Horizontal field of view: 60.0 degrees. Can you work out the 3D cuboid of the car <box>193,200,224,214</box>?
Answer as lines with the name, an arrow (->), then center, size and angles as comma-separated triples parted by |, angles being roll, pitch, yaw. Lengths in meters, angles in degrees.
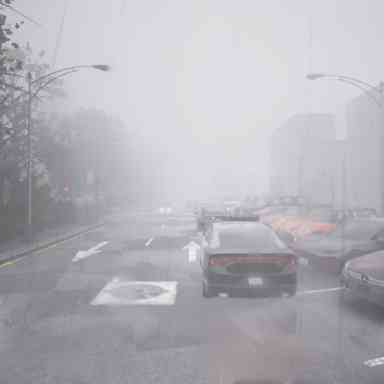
car -> 1.207, 1.548, 24.558 | 1.812, 1.442, 4.674 | 0, 0, 0

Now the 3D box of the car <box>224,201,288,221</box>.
car -> 5.346, 1.544, 27.838 | 4.792, 1.488, 2.163 | 1, 0, -20

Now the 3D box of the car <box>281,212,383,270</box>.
car -> 5.287, 1.517, 9.827 | 4.792, 1.488, 2.163 | 1, 0, -20

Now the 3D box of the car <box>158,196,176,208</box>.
car -> -4.063, 1.599, 51.447 | 2.128, 1.511, 4.902 | 0, 0, 0

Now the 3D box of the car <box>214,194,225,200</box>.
car -> 5.363, 1.270, 30.840 | 5.566, 2.045, 2.435 | 1, 0, -20

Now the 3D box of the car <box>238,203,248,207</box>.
car -> 5.338, 1.538, 18.845 | 4.674, 1.452, 2.002 | 1, 0, -20

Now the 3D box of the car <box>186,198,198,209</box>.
car -> 0.084, 1.579, 46.164 | 2.128, 1.511, 4.902 | 0, 0, 0

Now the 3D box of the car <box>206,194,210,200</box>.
car -> 5.275, 1.612, 57.819 | 5.366, 1.575, 1.946 | 1, 0, -20

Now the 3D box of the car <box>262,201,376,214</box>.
car -> 5.355, 1.366, 12.848 | 4.553, 1.767, 2.185 | 1, 0, -20

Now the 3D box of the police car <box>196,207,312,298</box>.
police car -> 1.167, 1.427, 8.668 | 1.930, 1.638, 5.238 | 0, 0, 0

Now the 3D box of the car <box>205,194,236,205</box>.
car -> 5.469, 1.391, 63.913 | 5.566, 2.045, 2.435 | 1, 0, -20

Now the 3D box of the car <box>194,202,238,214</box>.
car -> 1.189, 1.518, 18.559 | 1.837, 1.490, 4.892 | 0, 0, 0

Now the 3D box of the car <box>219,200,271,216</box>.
car -> 5.372, 1.560, 33.840 | 4.792, 1.488, 2.163 | 1, 0, -20

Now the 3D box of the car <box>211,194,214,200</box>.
car -> 5.470, 1.446, 45.872 | 4.553, 1.767, 2.185 | 1, 0, -20

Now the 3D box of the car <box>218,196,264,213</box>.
car -> 5.377, 1.413, 36.854 | 4.553, 1.767, 2.185 | 1, 0, -20

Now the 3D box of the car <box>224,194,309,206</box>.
car -> 5.342, 1.251, 21.824 | 5.566, 2.045, 2.435 | 1, 0, -20

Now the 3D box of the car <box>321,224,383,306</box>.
car -> 5.311, 1.527, 6.836 | 4.674, 1.452, 2.002 | 1, 0, -20

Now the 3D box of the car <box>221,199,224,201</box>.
car -> 5.189, 1.503, 24.781 | 5.366, 1.575, 1.946 | 1, 0, -20

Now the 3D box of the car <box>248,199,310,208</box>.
car -> 5.364, 1.369, 15.849 | 4.553, 1.767, 2.185 | 1, 0, -20

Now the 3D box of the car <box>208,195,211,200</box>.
car -> 5.434, 1.583, 48.875 | 5.008, 1.535, 2.097 | 1, -1, -20

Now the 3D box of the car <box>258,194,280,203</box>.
car -> 18.449, 1.462, 79.894 | 2.435, 2.045, 5.566 | 0, 0, -21

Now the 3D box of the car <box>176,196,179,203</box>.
car -> -3.836, 1.696, 72.508 | 1.837, 1.490, 4.892 | 0, -1, 1
